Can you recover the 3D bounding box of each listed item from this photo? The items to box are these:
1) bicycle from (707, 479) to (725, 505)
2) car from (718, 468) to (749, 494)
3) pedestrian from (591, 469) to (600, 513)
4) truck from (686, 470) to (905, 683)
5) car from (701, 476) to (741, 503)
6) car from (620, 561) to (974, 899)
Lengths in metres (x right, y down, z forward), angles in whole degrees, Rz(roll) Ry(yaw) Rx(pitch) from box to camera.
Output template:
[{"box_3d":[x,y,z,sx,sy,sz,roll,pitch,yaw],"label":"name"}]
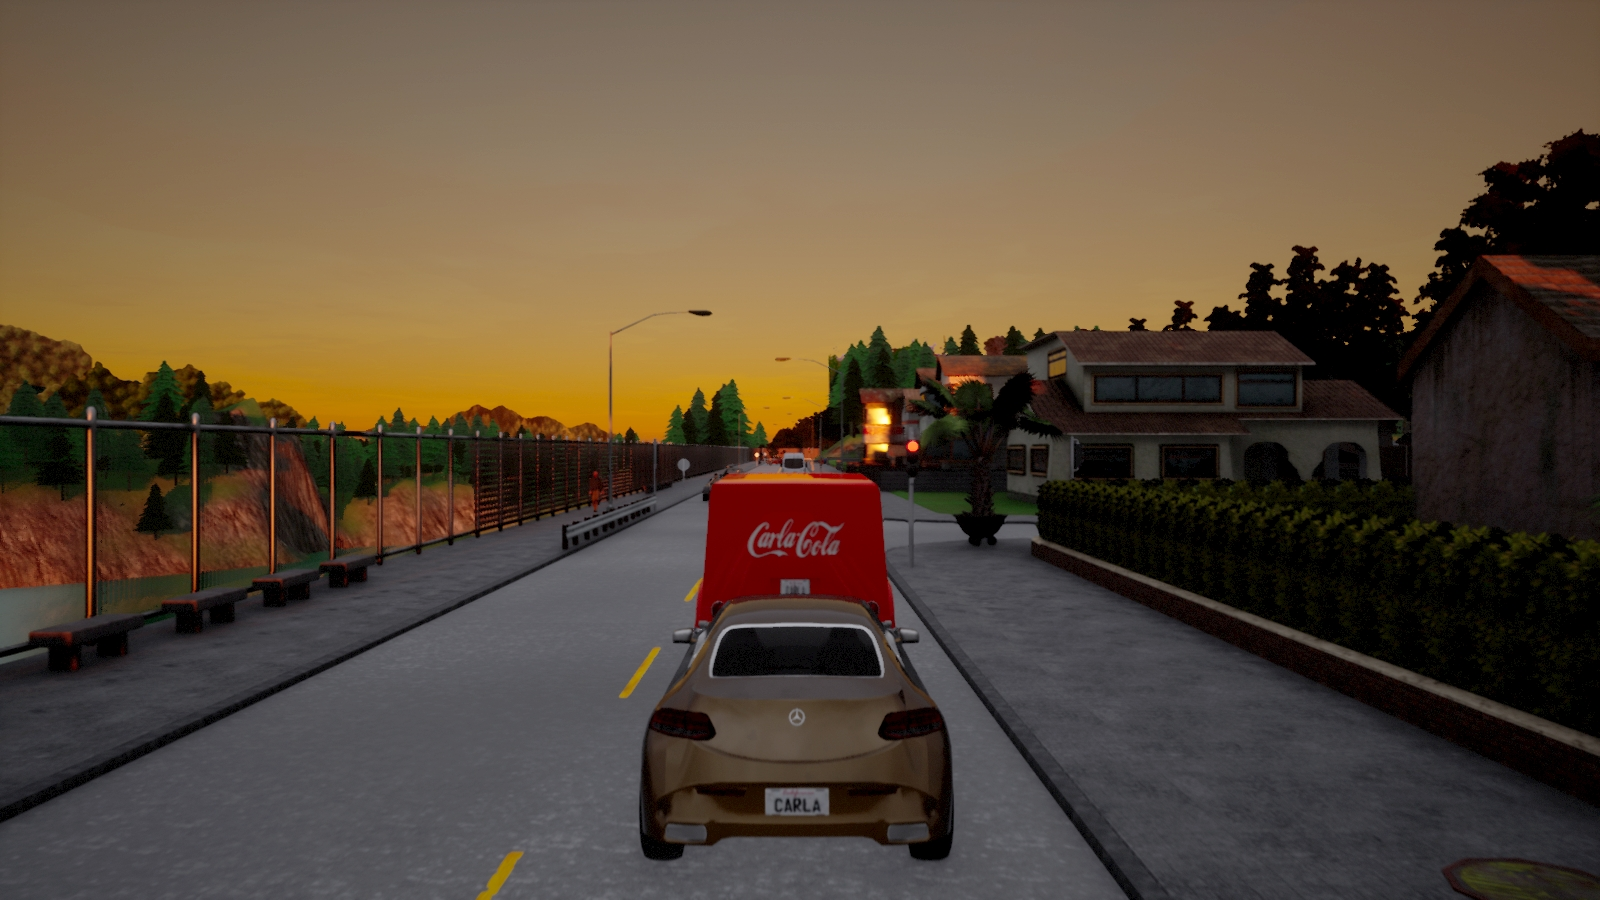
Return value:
[{"box_3d":[-4.296,2.158,58.459,0.859,1.276,1.487,0,0,0],"label":"bicycle"},{"box_3d":[-4.395,2.000,75.651,1.851,1.617,3.988,0,0,0],"label":"car"},{"box_3d":[-8.727,1.745,48.773,0.375,1.860,0.375,0,0,-9],"label":"pedestrian"},{"box_3d":[-0.068,1.569,16.361,2.627,2.467,5.204,0,0,0],"label":"truck"},{"box_3d":[-4.330,2.156,63.418,1.895,1.301,4.718,0,0,0],"label":"car"},{"box_3d":[-0.032,1.992,9.441,2.152,1.651,5.027,0,0,0],"label":"car"}]
